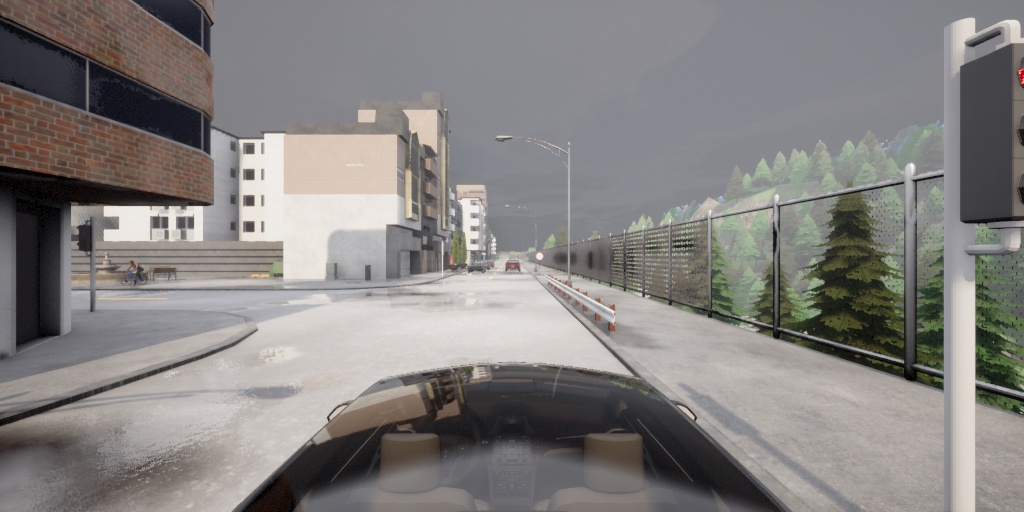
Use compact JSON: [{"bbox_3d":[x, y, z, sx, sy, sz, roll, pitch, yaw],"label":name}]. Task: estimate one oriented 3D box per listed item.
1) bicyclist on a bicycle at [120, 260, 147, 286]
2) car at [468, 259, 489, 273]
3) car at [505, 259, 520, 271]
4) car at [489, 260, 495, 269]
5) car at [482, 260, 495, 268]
[{"bbox_3d":[-24.281,1.099,23.054,0.582,1.620,1.656,0,0,0],"label":"bicyclist on a bicycle"},{"bbox_3d":[-4.093,1.351,42.403,1.895,1.301,4.718,0,0,0],"label":"car"},{"bbox_3d":[0.106,1.227,49.179,1.882,1.535,5.008,0,0,0],"label":"car"},{"bbox_3d":[-4.087,1.241,51.752,2.128,1.511,4.902,0,0,0],"label":"car"},{"bbox_3d":[-4.051,1.351,61.888,1.895,1.301,4.718,0,0,0],"label":"car"}]
